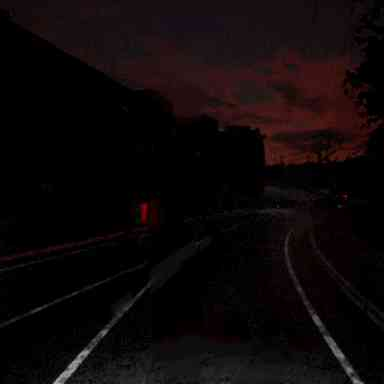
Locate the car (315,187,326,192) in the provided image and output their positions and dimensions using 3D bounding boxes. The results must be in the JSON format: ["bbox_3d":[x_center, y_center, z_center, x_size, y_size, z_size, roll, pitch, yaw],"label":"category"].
[{"bbox_3d":[27.974,-0.115,69.593,2.150,2.045,5.566,0,2,11],"label":"car"}]

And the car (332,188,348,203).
[{"bbox_3d":[23.038,0.522,51.825,2.150,2.045,5.566,0,1,25],"label":"car"}]

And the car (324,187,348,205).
[{"bbox_3d":[20.261,0.652,46.320,2.150,2.045,5.566,0,1,28],"label":"car"}]

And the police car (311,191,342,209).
[{"bbox_3d":[15.215,1.043,37.609,1.930,1.638,5.238,-1,1,31],"label":"police car"}]

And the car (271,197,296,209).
[{"bbox_3d":[10.820,1.275,39.382,1.895,1.301,4.718,-1,1,31],"label":"car"}]

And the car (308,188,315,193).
[{"bbox_3d":[30.483,-0.249,83.296,2.033,1.411,5.357,0,3,5],"label":"car"}]
